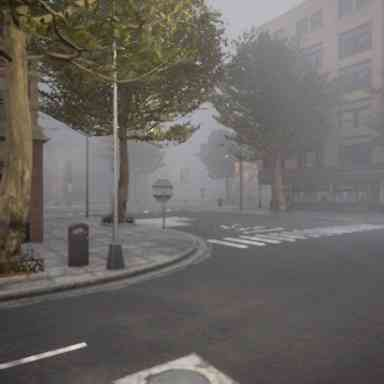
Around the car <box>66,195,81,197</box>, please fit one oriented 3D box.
[{"bbox_3d":[-25.851,1.369,74.278,4.786,1.482,2.161,0,0,-36],"label":"car"}]
